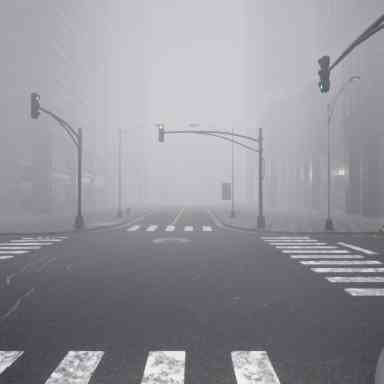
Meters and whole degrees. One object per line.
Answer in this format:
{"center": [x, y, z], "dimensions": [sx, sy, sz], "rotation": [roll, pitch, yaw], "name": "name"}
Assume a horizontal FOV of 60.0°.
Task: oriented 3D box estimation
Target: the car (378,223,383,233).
{"center": [11.754, 1.564, 16.221], "dimensions": [4.829, 1.417, 1.752], "rotation": [0, -1, 0], "name": "car"}
